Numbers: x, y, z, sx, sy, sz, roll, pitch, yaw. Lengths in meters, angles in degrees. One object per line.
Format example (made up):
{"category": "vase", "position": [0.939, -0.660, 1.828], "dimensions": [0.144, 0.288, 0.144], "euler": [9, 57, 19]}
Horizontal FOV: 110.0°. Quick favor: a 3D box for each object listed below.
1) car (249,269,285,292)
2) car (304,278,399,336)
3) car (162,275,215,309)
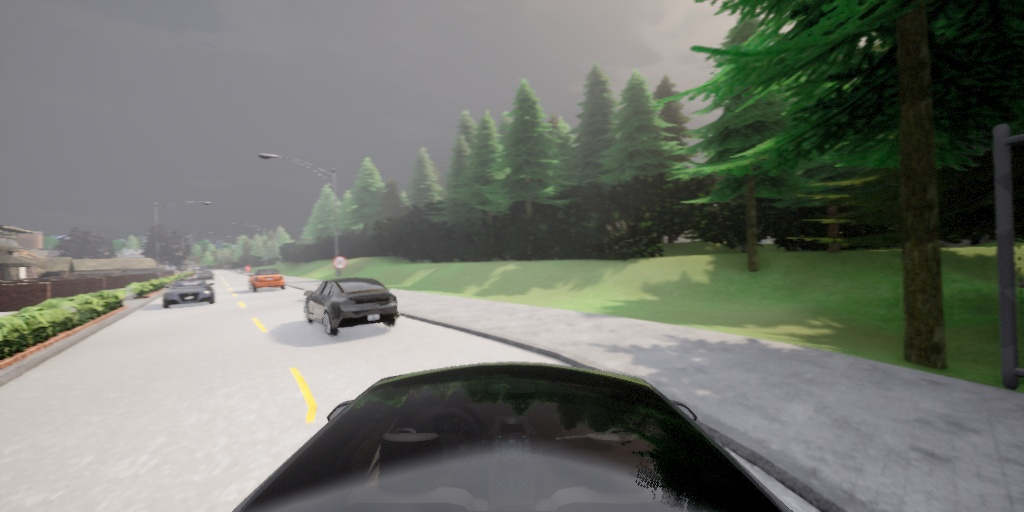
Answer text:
{"category": "car", "position": [-19.891, 1.829, 28.992], "dimensions": [2.097, 1.767, 4.553], "euler": [-2, 0, -40]}
{"category": "car", "position": [-5.217, 1.442, 11.390], "dimensions": [1.837, 1.490, 4.892], "euler": [-2, 0, -40]}
{"category": "car", "position": [-17.340, 1.953, 19.370], "dimensions": [1.994, 1.385, 4.181], "euler": [-2, 0, -40]}
